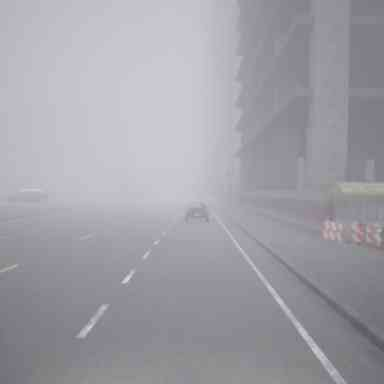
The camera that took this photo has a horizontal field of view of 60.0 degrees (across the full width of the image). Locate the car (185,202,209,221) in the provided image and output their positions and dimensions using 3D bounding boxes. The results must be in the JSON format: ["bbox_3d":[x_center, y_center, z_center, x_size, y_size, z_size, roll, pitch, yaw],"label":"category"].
[{"bbox_3d":[0.420,1.510,26.911,1.812,1.442,4.674,1,0,1],"label":"car"}]
